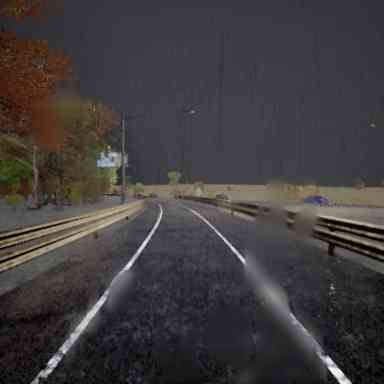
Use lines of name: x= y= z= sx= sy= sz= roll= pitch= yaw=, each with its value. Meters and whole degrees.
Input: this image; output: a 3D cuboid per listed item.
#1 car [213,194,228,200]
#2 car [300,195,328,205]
car: x=6.668 y=1.200 z=78.709 sx=2.097 sy=1.767 sz=4.553 roll=-1 pitch=0 yaw=-24
car: x=18.733 y=1.256 z=51.277 sx=1.812 sy=1.442 sz=4.674 roll=-1 pitch=0 yaw=-24
